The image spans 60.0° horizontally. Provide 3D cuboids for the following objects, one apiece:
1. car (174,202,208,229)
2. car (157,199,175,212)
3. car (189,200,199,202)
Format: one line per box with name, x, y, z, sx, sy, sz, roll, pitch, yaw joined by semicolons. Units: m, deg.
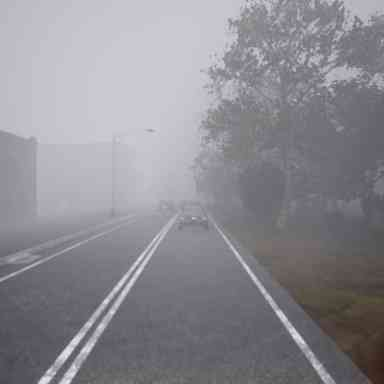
car;0.100;1.595;21.801;2.033;1.411;5.357;0;0;0
car;-3.142;1.661;40.897;2.128;1.511;4.902;0;0;1
car;0.245;1.742;42.714;1.994;1.385;4.181;0;0;1
